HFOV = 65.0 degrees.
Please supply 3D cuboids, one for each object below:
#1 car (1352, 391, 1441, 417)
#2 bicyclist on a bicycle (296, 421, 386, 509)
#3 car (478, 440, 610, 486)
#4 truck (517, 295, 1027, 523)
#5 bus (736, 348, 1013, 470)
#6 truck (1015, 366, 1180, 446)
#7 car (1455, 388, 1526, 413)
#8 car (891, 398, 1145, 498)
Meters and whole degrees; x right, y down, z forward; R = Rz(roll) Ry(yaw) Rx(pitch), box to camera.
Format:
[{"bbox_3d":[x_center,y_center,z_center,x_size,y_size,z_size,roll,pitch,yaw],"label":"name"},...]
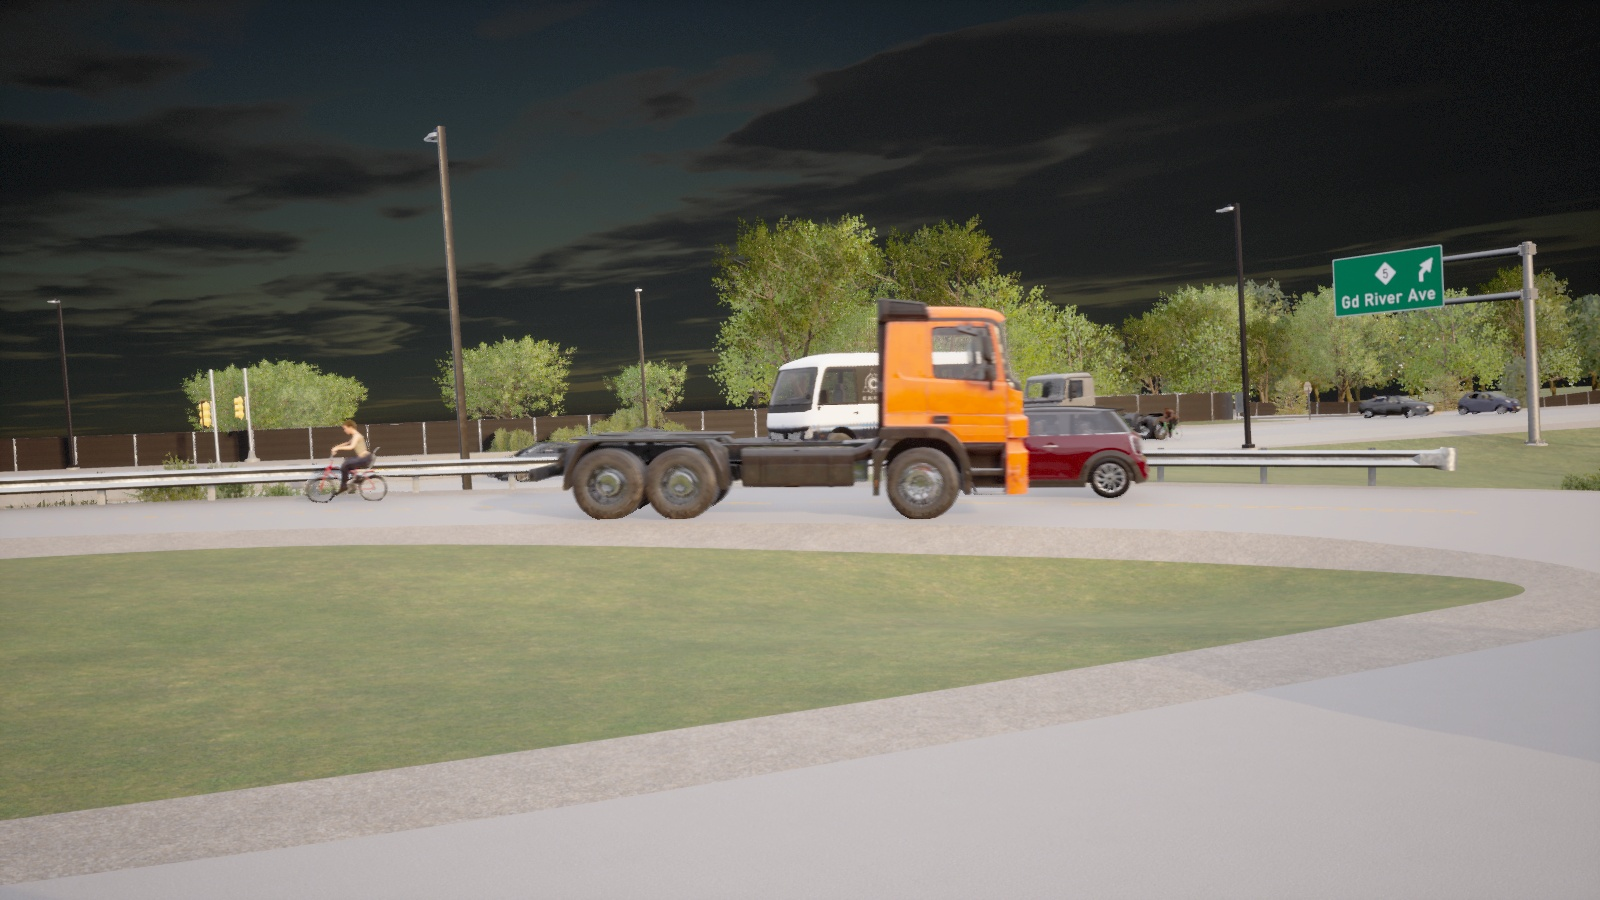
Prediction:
[{"bbox_3d":[39.738,-3.079,83.732,2.128,1.511,4.902,-4,3,-33],"label":"car"},{"bbox_3d":[-8.861,0.265,24.313,1.509,1.612,0.866,-2,3,-16],"label":"bicyclist on a bicycle"},{"bbox_3d":[-9.244,0.448,45.389,4.181,1.385,1.994,-4,2,-33],"label":"car"},{"bbox_3d":[-0.379,-0.674,21.050,7.936,3.462,2.891,-1,3,4],"label":"truck"},{"bbox_3d":[3.055,-1.684,49.134,10.273,4.253,3.944,-4,2,-33],"label":"bus"},{"bbox_3d":[14.428,-2.151,60.597,7.936,3.462,2.891,-4,2,-33],"label":"truck"},{"bbox_3d":[45.050,-3.210,81.976,1.845,1.501,3.633,-4,2,-32],"label":"car"},{"bbox_3d":[4.217,-0.061,24.047,4.553,1.767,2.097,0,3,16],"label":"car"}]
